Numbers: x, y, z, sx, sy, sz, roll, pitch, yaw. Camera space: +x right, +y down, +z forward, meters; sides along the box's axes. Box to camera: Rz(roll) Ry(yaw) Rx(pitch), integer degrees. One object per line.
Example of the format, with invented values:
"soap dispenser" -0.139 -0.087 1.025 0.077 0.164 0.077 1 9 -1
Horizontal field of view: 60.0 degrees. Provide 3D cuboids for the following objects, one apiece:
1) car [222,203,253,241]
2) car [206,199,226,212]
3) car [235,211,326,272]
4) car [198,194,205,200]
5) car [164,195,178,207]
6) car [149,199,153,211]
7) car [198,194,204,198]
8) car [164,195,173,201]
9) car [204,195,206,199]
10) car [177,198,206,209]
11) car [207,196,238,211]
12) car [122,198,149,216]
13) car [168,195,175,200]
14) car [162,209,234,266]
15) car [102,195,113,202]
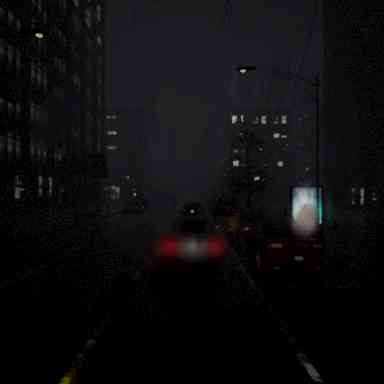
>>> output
"car" 2.696 1.506 16.336 1.752 1.417 4.829 1 0 0
"car" 2.691 1.500 38.404 1.887 1.381 4.507 1 0 0
"car" 2.696 1.532 10.607 1.887 1.381 4.507 1 0 0
"car" 2.683 1.337 92.964 1.967 1.590 4.097 1 0 0
"car" -3.062 1.467 49.627 1.812 1.442 4.674 0 0 0
"car" -5.688 1.395 38.403 1.967 1.590 4.097 1 0 0
"car" 2.683 1.447 87.440 1.887 1.381 4.507 1 0 0
"car" -5.697 1.434 81.760 1.752 1.417 4.829 1 0 0
"car" 2.694 1.276 32.844 2.192 1.841 5.009 1 0 0
"car" 0.046 1.531 28.871 1.994 1.385 4.181 0 0 0
"car" 2.696 1.283 27.284 2.192 1.841 5.009 1 0 0
"car" -5.688 1.487 32.674 1.752 1.417 4.829 1 0 0
"car" -5.699 1.442 92.976 1.887 1.381 4.507 1 0 0
"car" 0.026 1.534 11.417 2.033 1.411 5.357 0 0 0
"car" -17.263 1.187 62.802 4.507 1.381 1.887 1 -1 0
